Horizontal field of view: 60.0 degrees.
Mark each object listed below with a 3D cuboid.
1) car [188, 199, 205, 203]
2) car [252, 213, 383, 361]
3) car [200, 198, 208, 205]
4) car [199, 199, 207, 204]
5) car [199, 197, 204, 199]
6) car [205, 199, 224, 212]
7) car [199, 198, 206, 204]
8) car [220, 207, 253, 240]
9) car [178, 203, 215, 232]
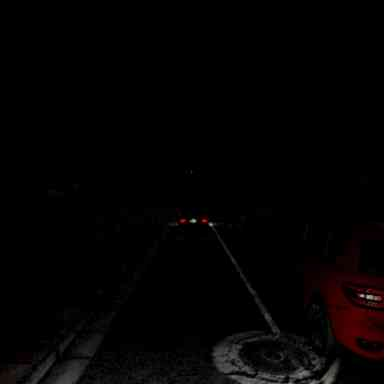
[{"bbox_3d":[0.154,1.815,38.724,2.033,1.411,5.357,0,-1,2],"label":"car"},{"bbox_3d":[2.680,1.349,5.940,2.192,1.841,5.009,2,0,0],"label":"car"},{"bbox_3d":[2.785,2.218,77.048,1.752,1.417,4.829,1,-1,0],"label":"car"},{"bbox_3d":[2.801,2.420,87.752,1.947,1.339,4.313,1,-1,0],"label":"car"},{"bbox_3d":[2.767,2.112,66.005,1.947,1.339,4.313,1,-1,0],"label":"car"},{"bbox_3d":[2.729,1.713,39.260,1.967,1.590,4.097,2,-1,0],"label":"car"},{"bbox_3d":[2.811,2.469,93.359,1.752,1.417,4.829,1,-1,0],"label":"car"},{"bbox_3d":[2.689,1.684,17.045,1.802,1.307,4.206,2,0,0],"label":"car"},{"bbox_3d":[0.130,1.675,20.912,2.033,1.411,5.357,0,0,1],"label":"car"}]
